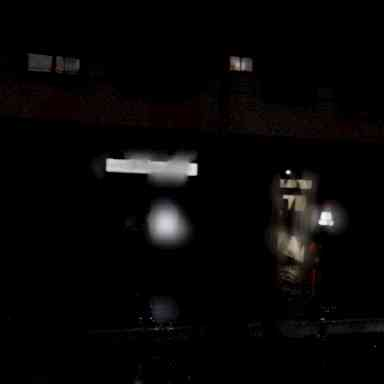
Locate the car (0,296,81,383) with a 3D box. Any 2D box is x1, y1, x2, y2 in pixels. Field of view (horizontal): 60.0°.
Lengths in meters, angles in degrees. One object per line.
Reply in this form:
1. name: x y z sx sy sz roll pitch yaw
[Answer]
1. car: -3.233 1.437 2.556 4.507 1.381 1.887 1 2 -9
